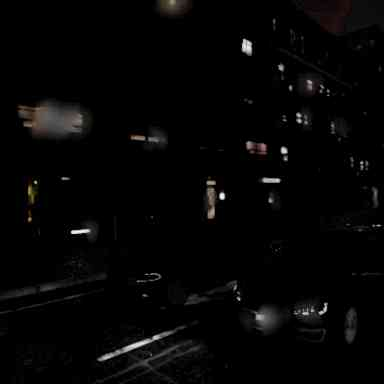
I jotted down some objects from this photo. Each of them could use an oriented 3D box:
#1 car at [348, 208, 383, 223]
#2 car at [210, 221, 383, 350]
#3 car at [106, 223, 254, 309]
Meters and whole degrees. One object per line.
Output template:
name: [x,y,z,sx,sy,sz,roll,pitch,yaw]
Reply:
car: [10.018,1.625,18.039,4.902,1.511,2.128,-1,-1,-43]
car: [2.750,1.578,6.523,4.892,1.490,1.837,0,-1,-44]
car: [0.207,1.639,8.583,5.008,1.535,1.882,0,-1,-45]
